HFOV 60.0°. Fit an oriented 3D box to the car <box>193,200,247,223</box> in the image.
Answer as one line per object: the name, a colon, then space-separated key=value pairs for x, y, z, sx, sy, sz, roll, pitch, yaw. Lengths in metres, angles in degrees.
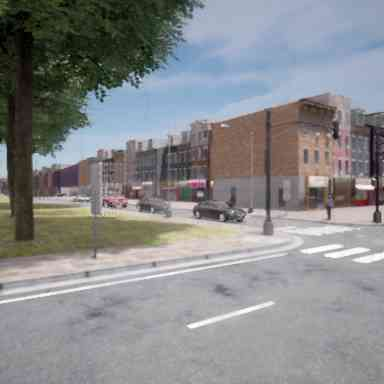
car: x=1.989 y=1.409 z=24.973 sx=1.837 sy=1.490 sz=4.892 roll=0 pitch=1 yaw=-35

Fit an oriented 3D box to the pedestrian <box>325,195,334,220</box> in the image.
pedestrian: x=9.890 y=1.097 z=23.979 sx=0.375 sy=1.860 sz=0.375 roll=1 pitch=0 yaw=-35

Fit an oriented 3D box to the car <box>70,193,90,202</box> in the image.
car: x=-20.581 y=1.247 z=61.756 sx=1.895 sy=1.301 sz=4.718 roll=0 pitch=0 yaw=-35

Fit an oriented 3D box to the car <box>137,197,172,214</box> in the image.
car: x=-3.838 y=1.317 z=33.164 sx=1.837 sy=1.490 sz=4.892 roll=0 pitch=1 yaw=-35

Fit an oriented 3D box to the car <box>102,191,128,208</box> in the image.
car: x=-10.041 y=0.957 z=41.896 sx=2.150 sy=2.045 sz=5.566 roll=0 pitch=0 yaw=-35
